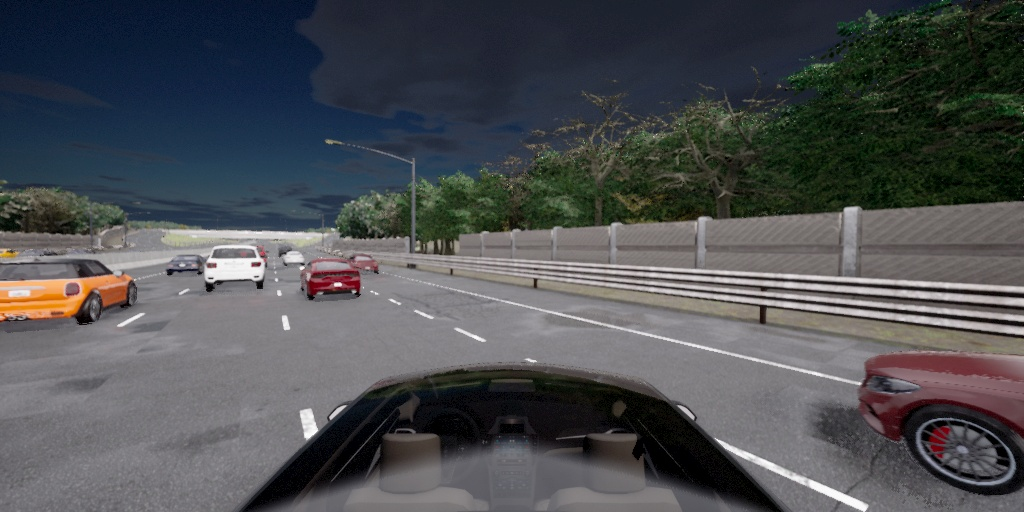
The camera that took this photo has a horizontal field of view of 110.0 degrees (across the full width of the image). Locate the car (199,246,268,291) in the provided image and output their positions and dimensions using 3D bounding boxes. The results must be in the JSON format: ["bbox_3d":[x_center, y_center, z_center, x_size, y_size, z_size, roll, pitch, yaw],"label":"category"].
[{"bbox_3d":[-13.758,0.514,18.034,2.150,2.045,5.566,-1,1,-34],"label":"car"}]

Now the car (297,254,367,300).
[{"bbox_3d":[-7.869,0.865,15.389,1.882,1.535,5.008,-1,2,-34],"label":"car"}]

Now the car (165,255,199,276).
[{"bbox_3d":[-23.187,0.607,25.780,2.033,1.411,5.357,-1,2,-34],"label":"car"}]

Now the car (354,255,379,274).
[{"bbox_3d":[-11.399,0.613,27.074,1.812,1.442,4.674,-1,2,-34],"label":"car"}]

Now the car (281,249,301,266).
[{"bbox_3d":[-23.835,0.255,39.144,1.812,1.442,4.674,-1,2,-34],"label":"car"}]

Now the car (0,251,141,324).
[{"bbox_3d":[-12.612,0.843,10.086,2.097,1.767,4.553,-1,2,-34],"label":"car"}]

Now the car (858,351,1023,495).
[{"bbox_3d":[5.398,1.288,2.228,1.812,1.442,4.674,-1,2,-34],"label":"car"}]
